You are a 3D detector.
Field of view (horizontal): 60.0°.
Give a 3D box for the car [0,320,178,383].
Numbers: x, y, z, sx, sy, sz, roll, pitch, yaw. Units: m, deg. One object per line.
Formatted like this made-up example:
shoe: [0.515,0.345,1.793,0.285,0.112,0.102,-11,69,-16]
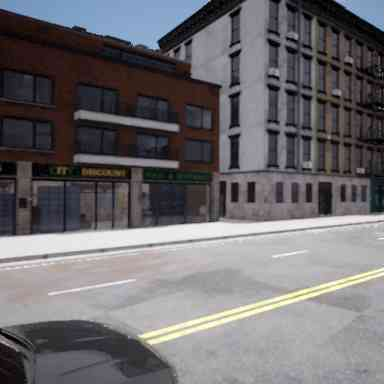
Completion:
car: [-2.292,1.504,1.804,4.892,1.490,1.837,0,0,-36]
